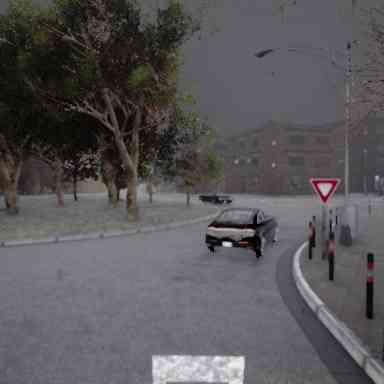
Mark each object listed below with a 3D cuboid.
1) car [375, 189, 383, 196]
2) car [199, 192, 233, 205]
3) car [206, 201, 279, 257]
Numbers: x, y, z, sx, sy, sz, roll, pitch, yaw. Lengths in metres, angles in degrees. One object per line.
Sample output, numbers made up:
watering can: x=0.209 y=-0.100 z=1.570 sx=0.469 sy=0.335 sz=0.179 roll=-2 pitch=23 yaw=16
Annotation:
car: x=30.785 y=-0.147 z=51.513 sx=2.185 sy=1.767 sz=4.553 roll=-1 pitch=2 yaw=-19
car: x=2.573 y=0.678 z=37.073 sx=1.895 sy=1.301 sz=4.718 roll=-1 pitch=2 yaw=-24
car: x=2.042 y=1.331 z=12.463 sx=2.128 sy=1.511 sz=4.902 roll=0 pitch=2 yaw=23
